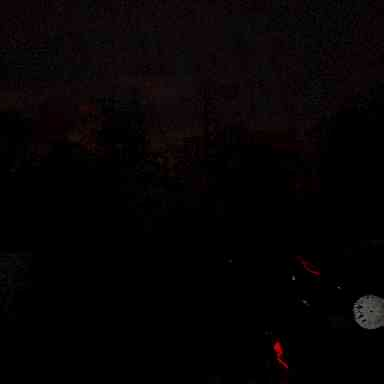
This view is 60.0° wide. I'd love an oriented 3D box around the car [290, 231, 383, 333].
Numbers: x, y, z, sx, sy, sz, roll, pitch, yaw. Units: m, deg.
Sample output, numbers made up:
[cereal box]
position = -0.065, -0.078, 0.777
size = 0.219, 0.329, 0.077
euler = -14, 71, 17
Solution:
[car]
position = 4.370, 1.454, 5.918
size = 5.008, 1.535, 1.882
euler = 0, 0, 8
